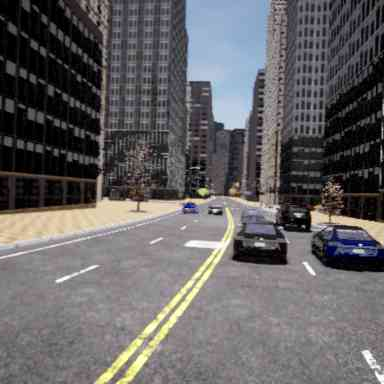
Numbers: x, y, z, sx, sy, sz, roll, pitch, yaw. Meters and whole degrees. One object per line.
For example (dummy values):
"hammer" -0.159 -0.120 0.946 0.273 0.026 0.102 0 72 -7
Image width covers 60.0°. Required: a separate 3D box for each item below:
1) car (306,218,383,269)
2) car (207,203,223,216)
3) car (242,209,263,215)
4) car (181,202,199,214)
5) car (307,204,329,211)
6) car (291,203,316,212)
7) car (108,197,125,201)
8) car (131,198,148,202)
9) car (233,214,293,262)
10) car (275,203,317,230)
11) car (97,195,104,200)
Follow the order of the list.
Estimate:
"car" 5.978 1.991 13.116 1.994 1.385 4.181 2 -1 11
"car" 3.021 2.141 42.429 2.128 1.511 4.902 2 0 5
"car" 4.750 2.079 26.342 2.033 1.411 5.357 2 -1 7
"car" -0.185 2.050 43.033 1.812 1.442 4.674 2 0 5
"car" 32.163 4.029 84.747 4.829 1.417 1.752 3 0 6
"car" 25.828 3.546 77.016 5.009 1.841 2.192 3 0 6
"car" -18.488 1.598 81.797 4.206 1.307 1.802 3 0 6
"car" -12.847 1.864 81.139 4.313 1.339 1.947 3 0 6
"car" 2.781 1.858 13.693 1.994 1.385 4.181 2 -1 11
"car" 8.102 1.904 26.847 2.150 2.045 5.566 2 0 7
"car" -24.121 1.299 82.495 4.313 1.339 1.947 3 0 6
